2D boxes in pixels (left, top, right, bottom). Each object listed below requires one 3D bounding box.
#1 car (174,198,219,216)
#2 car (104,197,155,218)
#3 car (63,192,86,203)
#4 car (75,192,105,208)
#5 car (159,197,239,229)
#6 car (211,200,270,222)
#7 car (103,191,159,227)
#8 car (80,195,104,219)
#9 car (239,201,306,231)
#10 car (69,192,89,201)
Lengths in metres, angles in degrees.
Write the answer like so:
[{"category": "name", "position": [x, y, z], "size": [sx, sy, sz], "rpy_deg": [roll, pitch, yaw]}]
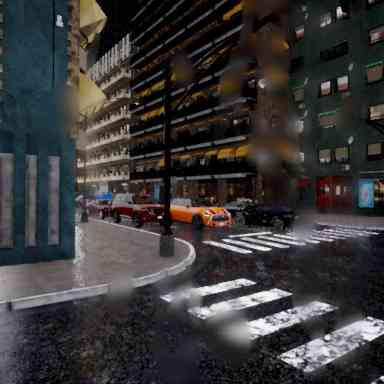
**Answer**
[{"category": "car", "position": [0.303, 1.288, 29.696], "size": [1.802, 1.307, 4.206], "rpy_deg": [2, 0, -36]}, {"category": "car", "position": [-5.321, 1.184, 27.576], "size": [2.033, 1.411, 5.357], "rpy_deg": [1, 0, -36]}, {"category": "car", "position": [-17.794, 0.797, 50.259], "size": [1.837, 1.490, 4.892], "rpy_deg": [1, 1, -36]}, {"category": "car", "position": [-11.202, 1.017, 35.712], "size": [1.812, 1.442, 4.674], "rpy_deg": [1, 1, -36]}, {"category": "car", "position": [0.277, 1.126, 19.885], "size": [2.097, 1.767, 4.553], "rpy_deg": [1, 0, -37]}, {"category": "car", "position": [3.569, 1.353, 25.183], "size": [1.947, 1.339, 4.313], "rpy_deg": [2, 0, -36]}, {"category": "car", "position": [-3.235, 1.034, 20.302], "size": [2.192, 1.841, 5.009], "rpy_deg": [2, 0, -36]}, {"category": "car", "position": [-6.507, 1.183, 24.814], "size": [1.887, 1.381, 4.507], "rpy_deg": [2, 0, -36]}, {"category": "car", "position": [4.538, 1.403, 19.593], "size": [1.994, 1.385, 4.181], "rpy_deg": [0, 1, -38]}, {"category": "car", "position": [-19.293, 0.769, 56.770], "size": [1.887, 1.381, 4.507], "rpy_deg": [2, 0, -36]}]
